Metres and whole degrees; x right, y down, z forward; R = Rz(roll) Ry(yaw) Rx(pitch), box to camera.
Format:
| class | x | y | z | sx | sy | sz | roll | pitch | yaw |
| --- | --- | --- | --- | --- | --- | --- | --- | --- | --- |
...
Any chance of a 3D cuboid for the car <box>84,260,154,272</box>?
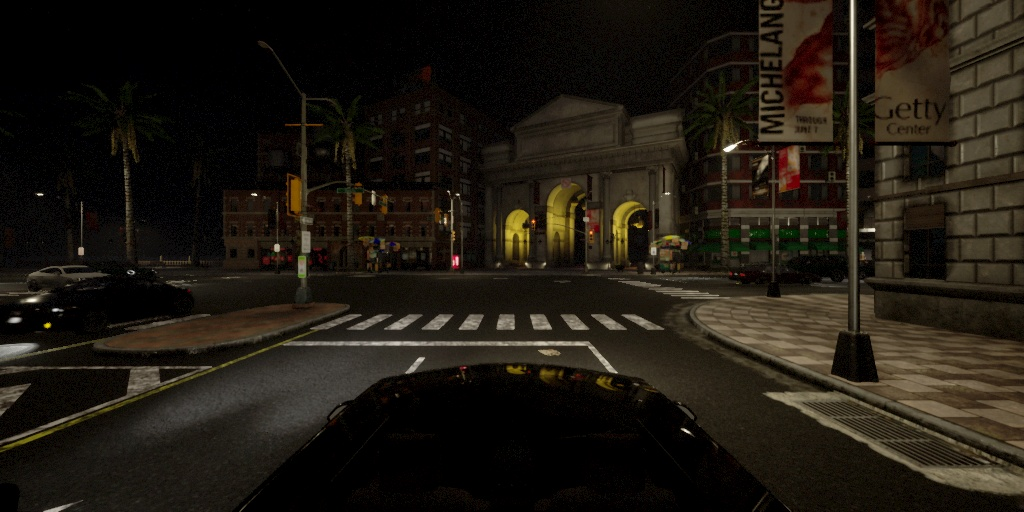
| class | x | y | z | sx | sy | sz | roll | pitch | yaw |
| --- | --- | --- | --- | --- | --- | --- | --- | --- | --- |
| car | -27.454 | 1.101 | 24.877 | 4.553 | 1.767 | 2.097 | 0 | 0 | 0 |

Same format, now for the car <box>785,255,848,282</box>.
| class | x | y | z | sx | sy | sz | roll | pitch | yaw |
| --- | --- | --- | --- | --- | --- | --- | --- | --- | --- |
| car | 23.281 | 0.971 | 28.255 | 5.566 | 2.045 | 2.150 | 0 | 0 | 0 |

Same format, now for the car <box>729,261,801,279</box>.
| class | x | y | z | sx | sy | sz | roll | pitch | yaw |
| --- | --- | --- | --- | --- | --- | --- | --- | --- | --- |
| car | 22.305 | 1.242 | 31.751 | 4.902 | 1.511 | 2.128 | 0 | 0 | 0 |

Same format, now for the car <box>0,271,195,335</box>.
| class | x | y | z | sx | sy | sz | roll | pitch | yaw |
| --- | --- | --- | --- | --- | --- | --- | --- | --- | --- |
| car | -11.676 | 1.314 | 10.368 | 1.994 | 1.385 | 4.181 | 0 | 0 | -2 |

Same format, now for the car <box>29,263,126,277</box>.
| class | x | y | z | sx | sy | sz | roll | pitch | yaw |
| --- | --- | --- | --- | --- | --- | --- | --- | --- | --- |
| car | -25.265 | 1.275 | 20.612 | 4.674 | 1.442 | 1.812 | 0 | 0 | 11 |

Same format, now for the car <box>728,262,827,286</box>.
| class | x | y | z | sx | sy | sz | roll | pitch | yaw |
| --- | --- | --- | --- | --- | --- | --- | --- | --- | --- |
| car | 17.858 | 1.297 | 24.598 | 5.357 | 1.411 | 2.033 | 0 | 0 | 0 |

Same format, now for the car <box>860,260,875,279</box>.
| class | x | y | z | sx | sy | sz | roll | pitch | yaw |
| --- | --- | --- | --- | --- | --- | --- | --- | --- | --- |
| car | 31.281 | 1.102 | 31.588 | 4.553 | 1.767 | 2.097 | 0 | 0 | 2 |
